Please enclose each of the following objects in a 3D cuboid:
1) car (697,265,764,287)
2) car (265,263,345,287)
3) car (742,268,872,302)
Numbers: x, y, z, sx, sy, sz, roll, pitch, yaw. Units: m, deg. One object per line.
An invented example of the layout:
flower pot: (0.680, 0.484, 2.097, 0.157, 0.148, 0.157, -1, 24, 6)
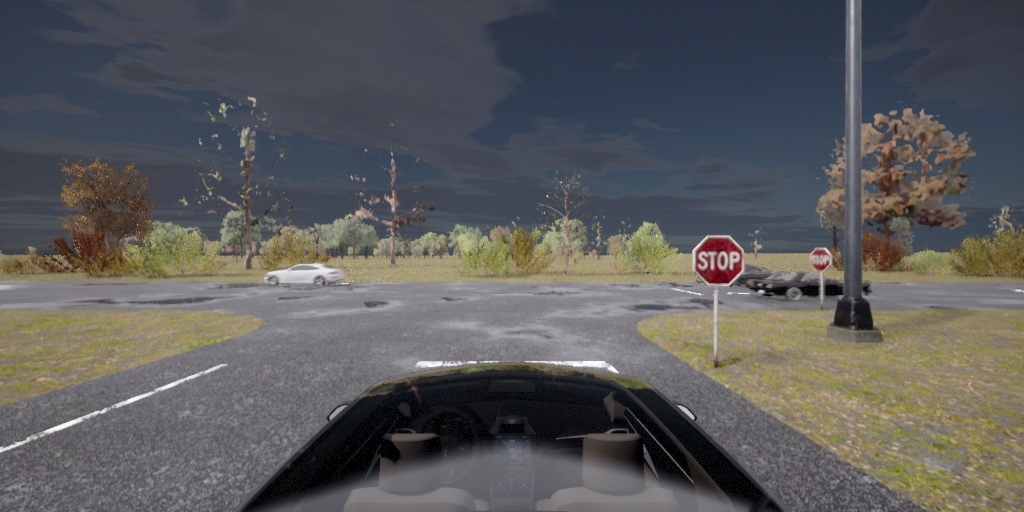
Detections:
car: (14.992, 1.347, 24.010, 4.892, 1.490, 1.837, -1, 0, -2)
car: (-13.336, 1.202, 23.225, 4.674, 1.442, 1.812, 0, 0, -2)
car: (13.967, 1.398, 16.962, 4.718, 1.301, 1.895, 0, 0, -2)
